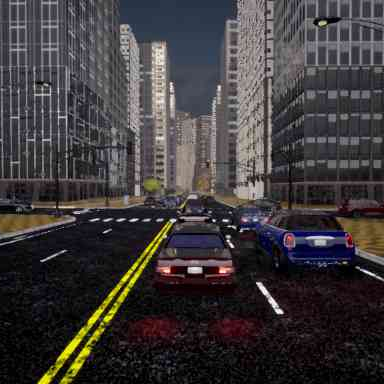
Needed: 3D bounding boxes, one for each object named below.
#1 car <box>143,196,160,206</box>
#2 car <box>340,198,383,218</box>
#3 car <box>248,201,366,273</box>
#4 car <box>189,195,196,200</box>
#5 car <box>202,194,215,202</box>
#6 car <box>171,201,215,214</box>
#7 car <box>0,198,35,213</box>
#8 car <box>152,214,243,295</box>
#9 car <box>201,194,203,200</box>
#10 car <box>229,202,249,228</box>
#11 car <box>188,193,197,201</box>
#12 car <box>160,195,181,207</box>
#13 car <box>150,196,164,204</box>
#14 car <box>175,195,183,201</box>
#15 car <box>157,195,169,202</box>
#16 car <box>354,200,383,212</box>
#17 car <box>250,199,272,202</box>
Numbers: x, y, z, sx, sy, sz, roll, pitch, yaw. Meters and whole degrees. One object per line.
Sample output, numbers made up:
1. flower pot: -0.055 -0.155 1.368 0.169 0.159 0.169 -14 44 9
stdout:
1. car: -6.489 1.468 52.401 1.837 1.490 4.892 0 0 0
2. car: 16.262 1.518 30.907 5.009 1.841 2.192 1 0 1
3. car: 3.370 1.347 10.851 2.097 1.767 4.553 0 0 0
4. car: 0.186 1.502 93.052 1.895 1.301 4.718 0 0 0
5. car: 3.477 1.454 64.924 1.837 1.490 4.892 0 1 0
6. car: 0.137 1.482 18.626 2.128 1.511 4.902 0 0 0
7. car: -18.761 1.340 34.140 4.902 1.511 2.128 1 1 1
8. car: 0.110 1.544 8.881 2.033 1.411 5.357 0 0 1
9. car: 3.436 1.386 92.556 1.882 1.535 5.008 0 0 0
10. car: 3.391 1.537 20.235 2.033 1.411 5.357 0 0 0
11. car: 0.165 1.149 82.716 2.150 2.045 5.566 0 0 0
12. car: -3.221 1.317 50.561 2.097 1.767 4.553 0 0 -1
13. car: -6.436 1.499 62.281 2.033 1.411 5.357 0 0 0
14. car: -3.092 1.429 79.535 1.837 1.490 4.892 0 0 0
15. car: -6.355 1.478 72.951 2.033 1.411 5.357 0 0 0
16. car: 21.888 1.642 39.183 4.829 1.417 1.752 1 0 1
17. car: 7.364 1.536 36.858 4.892 1.490 1.837 1 1 1
